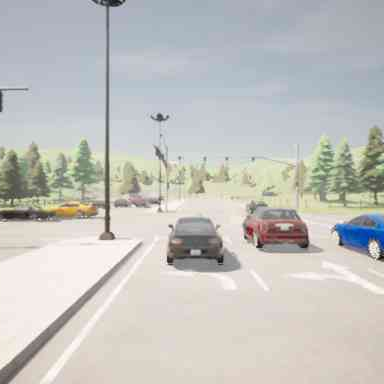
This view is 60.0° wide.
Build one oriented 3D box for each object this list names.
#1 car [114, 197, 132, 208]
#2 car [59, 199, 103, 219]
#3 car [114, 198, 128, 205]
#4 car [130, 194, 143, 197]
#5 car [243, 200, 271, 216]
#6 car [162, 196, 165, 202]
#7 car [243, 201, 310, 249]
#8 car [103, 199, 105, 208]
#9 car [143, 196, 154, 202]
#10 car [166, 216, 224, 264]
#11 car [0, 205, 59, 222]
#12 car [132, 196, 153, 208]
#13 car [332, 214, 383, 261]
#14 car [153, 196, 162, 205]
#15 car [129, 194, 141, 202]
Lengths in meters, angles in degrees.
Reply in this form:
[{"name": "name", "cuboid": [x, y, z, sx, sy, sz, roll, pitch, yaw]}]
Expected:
[{"name": "car", "cuboid": [-11.534, 1.894, 55.058, 1.994, 1.385, 4.181, 0, 0, 0]}, {"name": "car", "cuboid": [-11.325, 1.664, 31.007, 5.008, 1.535, 1.882, 0, -1, 6]}, {"name": "car", "cuboid": [-14.975, 1.974, 70.392, 1.994, 1.385, 4.181, 0, 0, 0]}, {"name": "car", "cuboid": [-11.475, 1.646, 70.407, 2.150, 2.045, 5.566, 0, 0, 0]}, {"name": "car", "cuboid": [7.113, 1.713, 37.023, 2.128, 1.511, 4.902, 0, 0, 0]}, {"name": "car", "cuboid": [-7.874, 1.802, 86.110, 1.837, 1.490, 4.892, 0, 0, 1]}, {"name": "car", "cuboid": [3.607, 1.443, 15.066, 2.097, 1.767, 4.553, 0, 0, 0]}, {"name": "car", "cuboid": [-15.032, 1.894, 55.038, 1.994, 1.385, 4.181, 0, 0, 0]}, {"name": "car", "cuboid": [-11.367, 1.802, 86.506, 2.128, 1.511, 4.902, 0, 0, 1]}, {"name": "car", "cuboid": [0.091, 1.598, 11.964, 1.812, 1.442, 4.674, 0, 0, 0]}, {"name": "car", "cuboid": [-14.016, 1.768, 27.741, 4.718, 1.301, 1.895, 0, 0, 5]}, {"name": "car", "cuboid": [-8.041, 1.830, 54.189, 1.837, 1.490, 4.892, 0, -1, 0]}, {"name": "car", "cuboid": [7.106, 1.554, 12.677, 1.882, 1.535, 5.008, 0, 0, 0]}, {"name": "car", "cuboid": [-7.976, 1.895, 69.739, 1.882, 1.535, 5.008, 0, 0, 0]}, {"name": "car", "cuboid": [-14.867, 1.502, 86.551, 2.150, 2.045, 5.566, 0, 0, 1]}]
